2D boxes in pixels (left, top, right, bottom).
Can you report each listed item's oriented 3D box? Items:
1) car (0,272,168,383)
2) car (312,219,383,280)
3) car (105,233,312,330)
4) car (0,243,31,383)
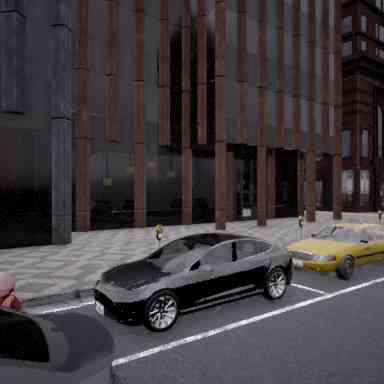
[{"bbox_3d":[-2.696,1.504,1.460,4.892,1.490,1.837,0,0,-35],"label":"car"},{"bbox_3d":[4.695,1.527,9.976,4.829,1.417,1.752,0,0,-35],"label":"car"},{"bbox_3d":[0.238,1.566,6.811,4.313,1.339,1.947,0,0,-35],"label":"car"},{"bbox_3d":[-4.357,1.545,3.547,4.507,1.381,1.887,0,0,-35],"label":"car"}]
